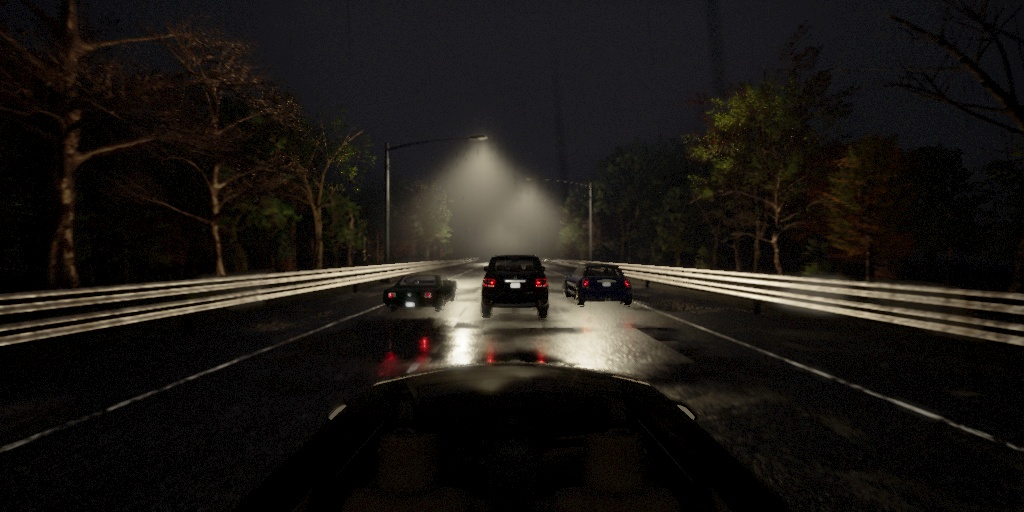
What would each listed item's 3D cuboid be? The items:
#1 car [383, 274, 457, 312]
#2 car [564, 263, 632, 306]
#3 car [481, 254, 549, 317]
[{"bbox_3d":[-3.408,1.345,14.259,1.895,1.301,4.718,0,0,0],"label":"car"},{"bbox_3d":[3.588,1.095,15.708,2.097,1.767,4.553,0,0,0],"label":"car"},{"bbox_3d":[0.094,0.967,13.308,2.150,2.045,5.566,0,0,0],"label":"car"}]
